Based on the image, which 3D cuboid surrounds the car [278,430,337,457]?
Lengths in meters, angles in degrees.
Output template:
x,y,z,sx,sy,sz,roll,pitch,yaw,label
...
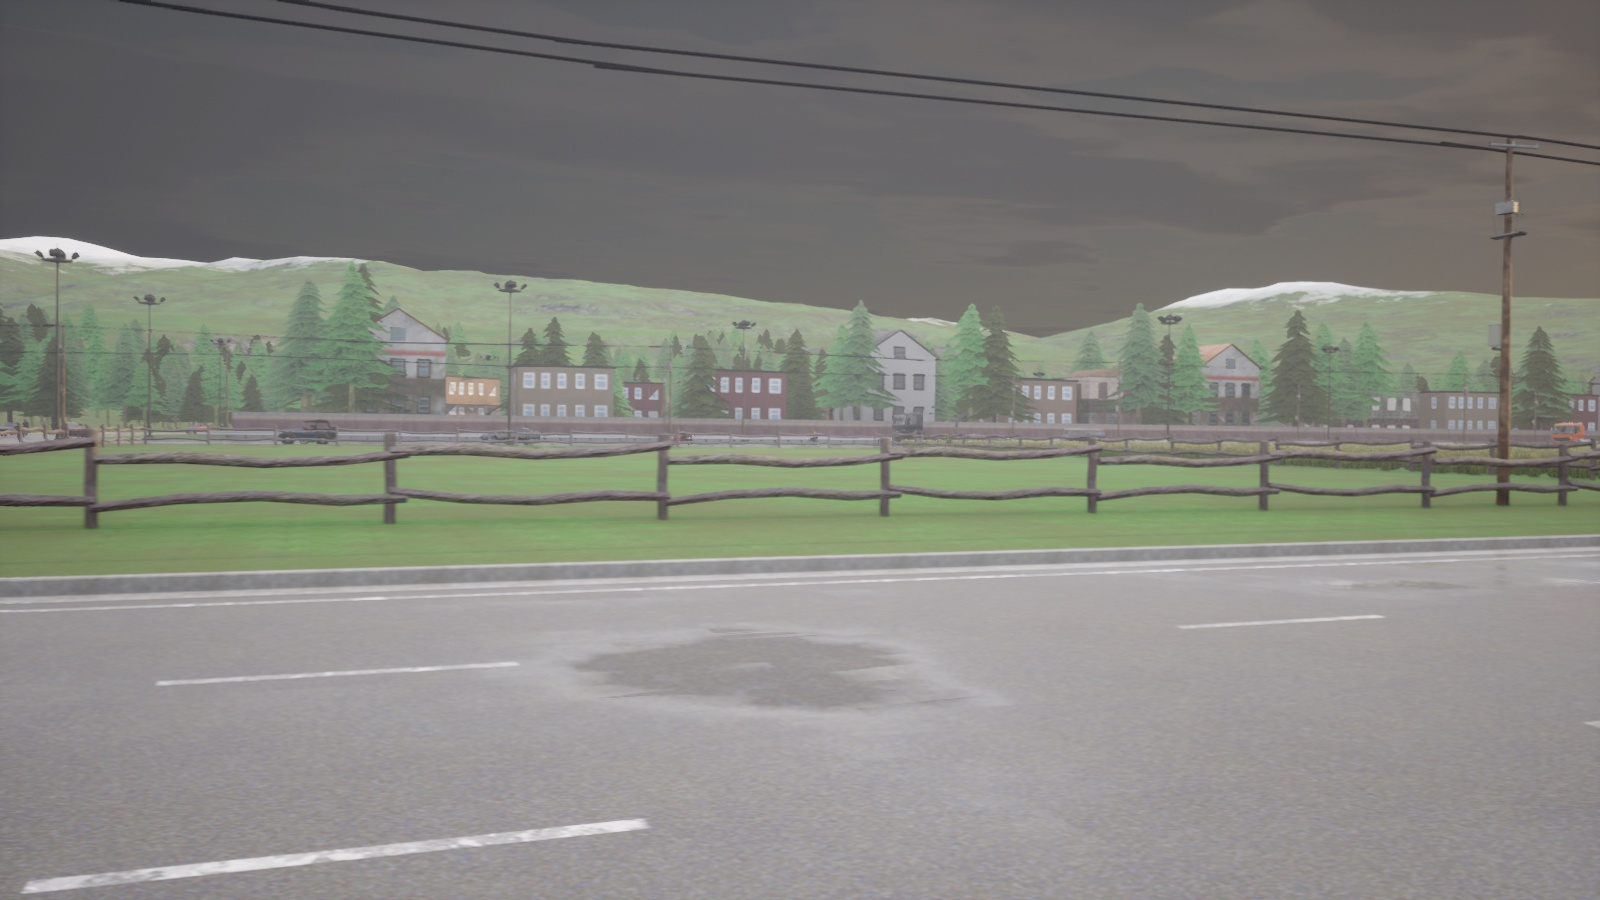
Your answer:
x,y,z,sx,sy,sz,roll,pitch,yaw,label
-35.194,-0.486,89.746,3.866,1.878,1.905,-1,1,-21,car
